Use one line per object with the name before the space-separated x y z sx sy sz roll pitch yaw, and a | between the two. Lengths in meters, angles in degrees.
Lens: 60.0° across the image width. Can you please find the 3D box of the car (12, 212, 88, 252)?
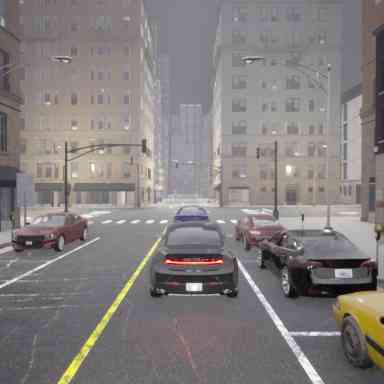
car | -5.713 1.542 13.887 1.887 1.381 4.507 -1 0 0

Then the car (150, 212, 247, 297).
car | 0.048 1.503 8.552 1.837 1.490 4.892 0 0 0

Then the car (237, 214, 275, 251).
car | 2.832 1.579 13.909 1.802 1.307 4.206 -1 0 0

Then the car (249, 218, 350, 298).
car | 2.845 1.564 8.323 1.947 1.339 4.313 -1 0 0

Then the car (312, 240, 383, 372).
car | 2.856 1.525 2.907 1.752 1.417 4.829 -1 0 0

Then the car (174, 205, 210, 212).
car | -0.008 1.474 18.502 1.882 1.535 5.008 0 0 0
